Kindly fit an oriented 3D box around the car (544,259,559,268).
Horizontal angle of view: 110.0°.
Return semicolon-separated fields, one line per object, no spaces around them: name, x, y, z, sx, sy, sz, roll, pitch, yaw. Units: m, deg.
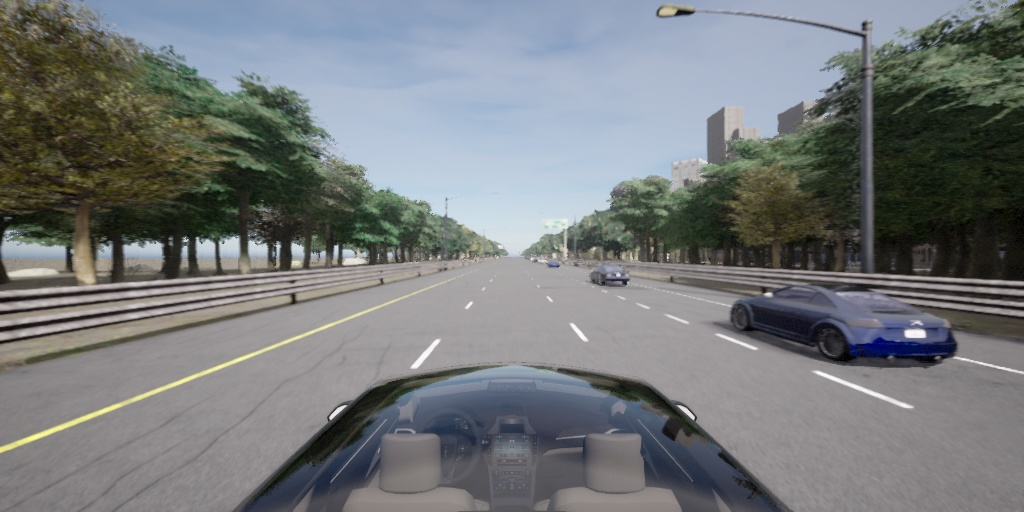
car;7.189;1.354;63.263;1.994;1.385;4.181;0;0;0

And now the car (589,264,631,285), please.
car;7.025;1.317;26.227;2.033;1.411;5.357;0;0;0

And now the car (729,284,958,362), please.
car;7.000;1.320;8.230;1.994;1.385;4.181;0;0;0
